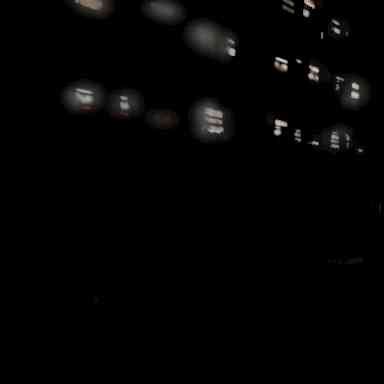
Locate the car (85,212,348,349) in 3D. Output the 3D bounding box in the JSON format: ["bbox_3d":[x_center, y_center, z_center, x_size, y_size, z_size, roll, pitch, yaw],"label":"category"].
[{"bbox_3d":[0.590,1.359,6.514,5.009,1.841,2.192,1,0,-35],"label":"car"}]

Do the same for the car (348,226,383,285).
[{"bbox_3d":[5.139,1.684,9.753,4.206,1.307,1.802,1,0,-35],"label":"car"}]
